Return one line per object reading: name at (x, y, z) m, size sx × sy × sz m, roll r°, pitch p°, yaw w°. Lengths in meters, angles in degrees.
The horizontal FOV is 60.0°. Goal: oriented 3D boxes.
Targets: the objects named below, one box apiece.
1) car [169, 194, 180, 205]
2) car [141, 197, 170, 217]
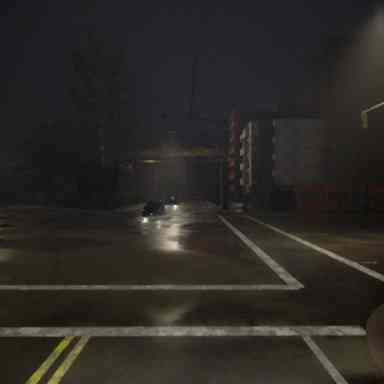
car at (-3.490, 1.487, 56.046) m, size 1.895 × 1.301 × 4.718 m, roll 0°, pitch 0°, yaw 0°
car at (-3.494, 1.501, 31.265) m, size 2.033 × 1.411 × 5.357 m, roll 0°, pitch 0°, yaw 0°
